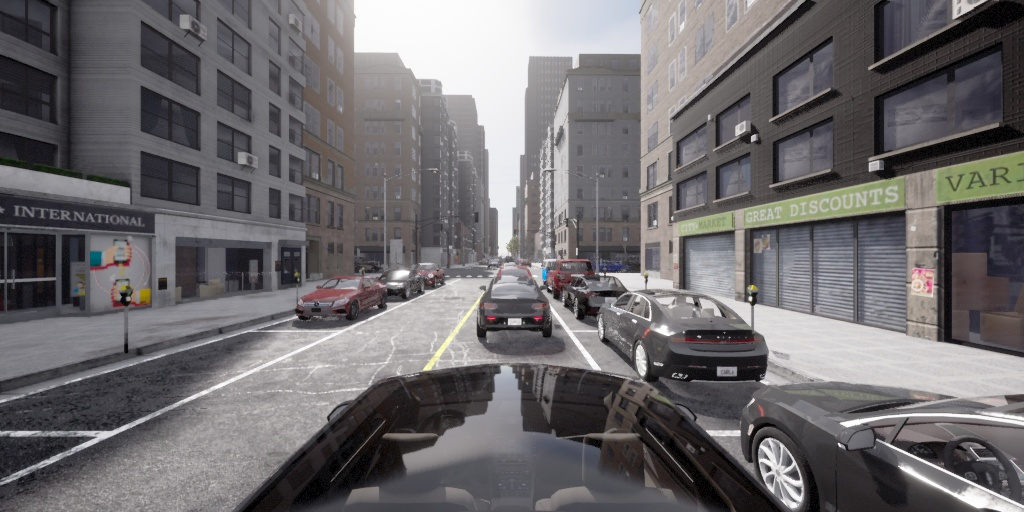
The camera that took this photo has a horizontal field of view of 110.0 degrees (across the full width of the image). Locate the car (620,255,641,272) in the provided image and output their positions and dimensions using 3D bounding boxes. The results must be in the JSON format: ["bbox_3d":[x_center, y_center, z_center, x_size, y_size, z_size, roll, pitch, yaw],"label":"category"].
[{"bbox_3d":[15.891,0.956,43.626,5.566,2.045,2.150,0,0,0],"label":"car"}]

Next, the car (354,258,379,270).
[{"bbox_3d":[-17.974,1.267,40.198,4.892,1.490,1.837,0,0,0],"label":"car"}]

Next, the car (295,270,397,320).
[{"bbox_3d":[-5.664,1.332,12.466,1.802,1.307,4.207,0,0,0],"label":"car"}]

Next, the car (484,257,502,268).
[{"bbox_3d":[-3.221,1.317,62.041,2.033,1.411,5.357,0,0,-1],"label":"car"}]

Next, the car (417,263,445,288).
[{"bbox_3d":[-5.661,1.189,23.516,1.967,1.591,4.097,0,0,0],"label":"car"}]

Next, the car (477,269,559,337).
[{"bbox_3d":[0.040,1.276,10.173,1.812,1.442,4.674,0,0,-1],"label":"car"}]

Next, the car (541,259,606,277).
[{"bbox_3d":[2.863,1.065,17.996,2.192,1.841,5.009,0,0,0],"label":"car"}]

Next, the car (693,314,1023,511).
[{"bbox_3d":[2.859,1.300,1.425,2.007,1.370,4.403,0,0,0],"label":"car"}]

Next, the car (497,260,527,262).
[{"bbox_3d":[0.071,1.255,27.703,1.837,1.490,4.892,0,0,2],"label":"car"}]

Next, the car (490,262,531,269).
[{"bbox_3d":[0.103,1.228,17.531,1.882,1.535,5.008,0,0,0],"label":"car"}]

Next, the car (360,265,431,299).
[{"bbox_3d":[-5.663,1.315,17.991,1.948,1.339,4.313,0,0,0],"label":"car"}]

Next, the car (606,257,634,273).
[{"bbox_3d":[10.649,1.210,40.349,5.008,1.535,1.882,0,0,0],"label":"car"}]

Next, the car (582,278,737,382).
[{"bbox_3d":[2.860,1.300,6.948,2.007,1.370,4.403,0,0,0],"label":"car"}]

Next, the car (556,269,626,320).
[{"bbox_3d":[2.862,1.316,12.472,1.948,1.339,4.313,0,0,0],"label":"car"}]

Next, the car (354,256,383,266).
[{"bbox_3d":[-18.608,0.989,43.444,5.566,2.045,2.150,0,0,0],"label":"car"}]
